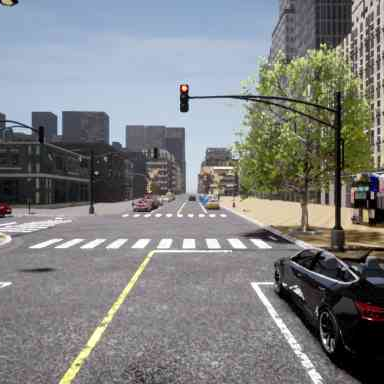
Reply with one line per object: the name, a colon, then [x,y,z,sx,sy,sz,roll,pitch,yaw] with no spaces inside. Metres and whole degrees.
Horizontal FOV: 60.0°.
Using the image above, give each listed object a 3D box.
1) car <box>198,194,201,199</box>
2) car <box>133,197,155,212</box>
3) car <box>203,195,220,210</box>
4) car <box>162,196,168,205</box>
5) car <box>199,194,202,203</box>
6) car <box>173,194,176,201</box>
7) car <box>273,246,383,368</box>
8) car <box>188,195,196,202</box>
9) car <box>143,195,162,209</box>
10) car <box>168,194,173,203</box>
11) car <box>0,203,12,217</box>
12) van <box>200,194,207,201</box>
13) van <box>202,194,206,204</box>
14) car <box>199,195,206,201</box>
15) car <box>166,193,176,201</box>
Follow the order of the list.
car: [2.763,1.572,71.549,1.947,1.339,4.313,0,0,0]
car: [-5.649,1.585,38.248,1.802,1.307,4.206,0,0,0]
car: [2.737,1.528,43.963,1.752,1.417,4.829,0,0,0]
car: [-5.633,1.555,54.901,2.008,1.369,4.403,0,0,0]
car: [2.752,1.556,60.447,2.008,1.369,4.403,0,0,0]
car: [-5.607,1.559,82.656,2.008,1.369,4.403,0,0,0]
car: [2.700,1.566,5.764,1.947,1.339,4.313,0,0,0]
car: [0.079,1.508,79.979,1.837,1.490,4.892,0,0,0]
car: [-5.643,1.318,43.799,2.192,1.841,5.009,0,0,0]
car: [-5.617,1.532,71.384,1.752,1.417,4.829,0,0,0]
car: [-17.242,1.371,27.262,4.507,1.381,1.887,1,-1,-1]
van: [2.776,1.349,82.651,1.690,1.788,3.998,0,0,0]
van: [2.743,1.345,49.345,1.690,1.788,3.998,0,0,0]
car: [2.780,1.534,88.371,1.752,1.417,4.829,0,0,0]
car: [-5.600,1.324,88.207,2.192,1.841,5.009,0,0,0]
